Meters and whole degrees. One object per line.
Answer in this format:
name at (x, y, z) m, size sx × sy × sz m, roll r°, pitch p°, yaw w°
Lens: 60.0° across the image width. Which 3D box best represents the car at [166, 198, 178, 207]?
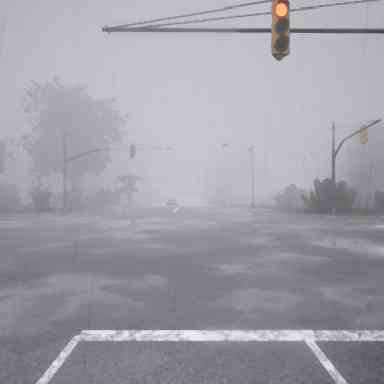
car at (-3.499, 1.854, 59.085) m, size 1.837 × 1.490 × 4.892 m, roll 0°, pitch -2°, yaw 0°
